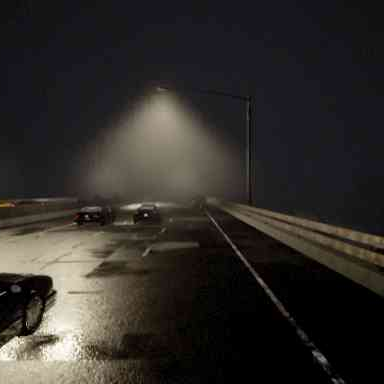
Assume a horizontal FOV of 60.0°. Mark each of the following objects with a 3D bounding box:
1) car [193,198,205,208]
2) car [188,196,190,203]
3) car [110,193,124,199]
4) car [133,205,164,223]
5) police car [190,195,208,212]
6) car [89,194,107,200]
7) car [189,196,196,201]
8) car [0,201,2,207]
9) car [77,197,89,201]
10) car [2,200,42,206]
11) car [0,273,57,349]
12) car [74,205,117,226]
[{"bbox_3d":[1.088,1.699,52.603,1.882,1.535,5.008,0,0,0],"label":"car"},{"bbox_3d":[0.054,1.686,76.062,1.837,1.490,4.892,0,0,0],"label":"car"},{"bbox_3d":[-17.445,1.316,77.644,2.150,2.045,5.566,0,0,0],"label":"car"},{"bbox_3d":[-3.382,1.677,26.396,1.994,1.385,4.181,0,0,0],"label":"car"},{"bbox_3d":[1.080,1.606,42.714,1.930,1.638,5.238,0,0,0],"label":"police car"},{"bbox_3d":[-20.947,1.469,75.430,2.150,2.045,5.566,0,0,0],"label":"car"},{"bbox_3d":[0.068,1.877,95.247,2.033,1.411,5.357,0,0,0],"label":"car"},{"bbox_3d":[-21.068,1.627,34.992,1.882,1.535,5.008,0,0,0],"label":"car"},{"bbox_3d":[-24.447,1.767,75.044,1.812,1.442,4.674,0,0,0],"label":"car"},{"bbox_3d":[-17.568,1.628,35.407,1.882,1.535,5.008,0,0,0],"label":"car"},{"bbox_3d":[-3.399,1.563,3.640,2.033,1.411,5.357,0,0,0],"label":"car"},{"bbox_3d":[-6.883,1.651,24.250,2.033,1.411,5.357,0,0,0],"label":"car"}]
